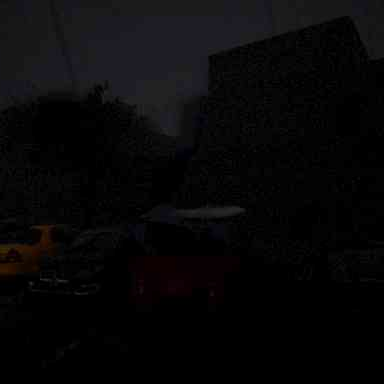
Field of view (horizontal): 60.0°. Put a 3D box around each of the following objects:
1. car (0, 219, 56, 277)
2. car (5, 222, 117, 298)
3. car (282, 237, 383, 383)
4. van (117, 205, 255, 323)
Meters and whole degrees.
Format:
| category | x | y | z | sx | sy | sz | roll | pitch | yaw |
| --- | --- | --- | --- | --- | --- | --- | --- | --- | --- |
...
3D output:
| category | x | y | z | sx | sy | sz | roll | pitch | yaw |
| --- | --- | --- | --- | --- | --- | --- | --- | --- | --- |
| car | -4.443 | 1.686 | 10.801 | 1.946 | 1.575 | 5.366 | -2 | -2 | 15 |
| car | -2.095 | 1.602 | 8.937 | 2.231 | 1.521 | 4.892 | -1 | -2 | 15 |
| car | 2.662 | 1.492 | 5.542 | 2.231 | 1.521 | 4.892 | -1 | -1 | 15 |
| van | 0.312 | 1.313 | 7.358 | 1.878 | 1.987 | 4.442 | -1 | -2 | 15 |
